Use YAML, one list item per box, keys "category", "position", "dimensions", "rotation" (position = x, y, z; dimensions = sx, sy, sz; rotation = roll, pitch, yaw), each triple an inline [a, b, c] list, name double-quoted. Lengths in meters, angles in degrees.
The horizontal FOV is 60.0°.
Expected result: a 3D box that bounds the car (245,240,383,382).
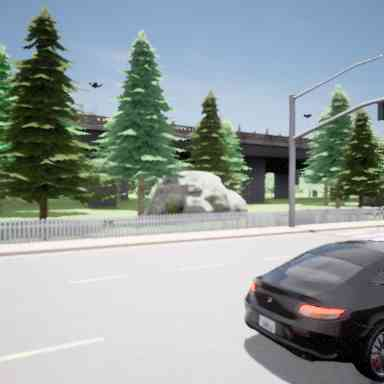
- category: "car"
  position: [3.015, 1.515, 5.289]
  dimensions: [4.674, 1.442, 1.812]
  rotation: [0, 0, -27]
